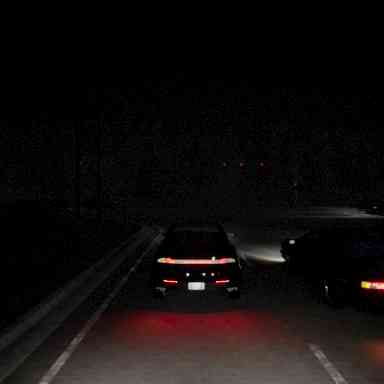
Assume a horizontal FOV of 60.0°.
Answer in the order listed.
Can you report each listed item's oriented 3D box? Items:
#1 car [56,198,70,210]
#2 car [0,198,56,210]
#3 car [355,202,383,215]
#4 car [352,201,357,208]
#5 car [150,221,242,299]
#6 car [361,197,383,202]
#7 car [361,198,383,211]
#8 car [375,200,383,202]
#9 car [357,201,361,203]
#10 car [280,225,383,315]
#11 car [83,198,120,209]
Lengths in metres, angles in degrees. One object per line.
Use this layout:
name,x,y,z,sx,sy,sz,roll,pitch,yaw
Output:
car,-17.487,1.505,40.623,4.892,1.490,1.837,0,0,3
car,-18.608,1.547,37.357,5.357,1.411,2.033,0,0,2
car,7.107,1.352,9.901,2.097,1.767,4.553,0,0,0
car,23.891,1.477,44.155,5.008,1.535,1.882,0,0,1
car,0.099,1.492,8.457,2.128,1.511,4.902,0,0,0
car,20.186,1.525,33.690,4.674,1.442,1.812,0,0,1
car,23.688,1.477,40.658,5.008,1.535,1.882,0,0,1
car,19.700,1.601,30.194,4.718,1.301,1.895,0,0,1
car,21.578,1.601,37.176,4.718,1.301,1.895,0,0,1
car,3.597,1.547,7.831,2.033,1.411,5.357,0,0,0
car,-11.876,1.491,43.680,4.902,1.511,2.128,0,0,8
